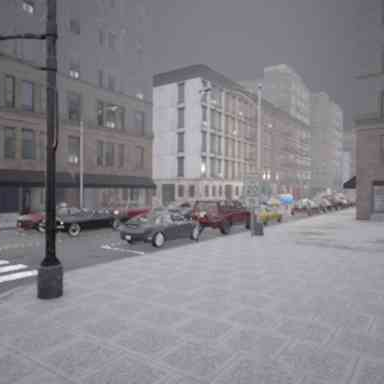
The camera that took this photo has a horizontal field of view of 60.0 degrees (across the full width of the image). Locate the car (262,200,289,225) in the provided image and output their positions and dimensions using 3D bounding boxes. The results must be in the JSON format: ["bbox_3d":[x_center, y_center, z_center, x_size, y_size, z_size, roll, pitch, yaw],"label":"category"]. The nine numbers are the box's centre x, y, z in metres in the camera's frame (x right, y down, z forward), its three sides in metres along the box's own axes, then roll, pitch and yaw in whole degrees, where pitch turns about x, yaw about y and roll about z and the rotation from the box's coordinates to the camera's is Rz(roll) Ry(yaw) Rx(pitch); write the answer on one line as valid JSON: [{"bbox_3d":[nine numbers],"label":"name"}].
[{"bbox_3d":[5.066,1.523,23.810,1.752,1.417,4.829,1,0,35],"label":"car"}]

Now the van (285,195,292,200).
[{"bbox_3d":[13.930,1.285,50.422,1.690,1.788,3.998,1,0,35],"label":"van"}]

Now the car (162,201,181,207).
[{"bbox_3d":[0.084,1.458,26.267,1.837,1.490,4.892,1,0,35],"label":"car"}]

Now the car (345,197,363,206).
[{"bbox_3d":[26.711,1.565,54.673,2.008,1.369,4.403,1,0,35],"label":"car"}]

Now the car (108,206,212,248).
[{"bbox_3d":[-1.243,1.545,14.814,2.008,1.369,4.403,1,0,35],"label":"car"}]

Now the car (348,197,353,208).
[{"bbox_3d":[20.498,1.591,45.815,1.802,1.307,4.206,1,0,35],"label":"car"}]

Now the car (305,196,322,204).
[{"bbox_3d":[23.247,1.517,63.709,1.947,1.339,4.313,1,0,35],"label":"car"}]

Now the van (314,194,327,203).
[{"bbox_3d":[26.354,1.295,68.137,1.690,1.788,3.998,1,0,35],"label":"van"}]

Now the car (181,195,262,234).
[{"bbox_3d":[1.864,1.311,19.241,2.192,1.841,5.009,1,0,35],"label":"car"}]

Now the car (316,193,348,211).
[{"bbox_3d":[17.394,1.322,41.385,2.192,1.841,5.009,1,0,35],"label":"car"}]

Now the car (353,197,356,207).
[{"bbox_3d":[23.605,1.577,50.244,1.947,1.339,4.313,1,0,35],"label":"car"}]

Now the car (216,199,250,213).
[{"bbox_3d":[4.611,1.482,37.137,1.887,1.381,4.507,1,0,35],"label":"car"}]

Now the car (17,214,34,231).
[{"bbox_3d":[-7.813,1.474,19.422,1.887,1.381,4.507,1,0,35],"label":"car"}]

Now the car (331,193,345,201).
[{"bbox_3d":[35.673,1.273,81.424,2.192,1.841,5.009,1,0,35],"label":"car"}]

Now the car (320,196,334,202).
[{"bbox_3d":[29.459,1.500,72.567,1.887,1.381,4.507,1,0,35],"label":"car"}]

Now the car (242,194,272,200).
[{"bbox_3d":[6.050,1.179,34.742,2.150,2.045,5.566,1,0,35],"label":"car"}]

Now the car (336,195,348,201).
[{"bbox_3d":[38.777,1.503,85.854,1.887,1.381,4.507,1,0,35],"label":"car"}]

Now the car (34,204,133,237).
[{"bbox_3d":[-5.667,1.551,18.062,1.895,1.301,4.718,1,0,32],"label":"car"}]

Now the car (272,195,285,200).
[{"bbox_3d":[10.725,1.467,45.855,1.752,1.417,4.829,1,0,35],"label":"car"}]

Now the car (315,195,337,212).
[{"bbox_3d":[14.287,1.444,36.957,1.967,1.590,4.097,1,0,35],"label":"car"}]

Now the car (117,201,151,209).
[{"bbox_3d":[-4.707,1.371,23.850,1.967,1.590,4.097,1,0,35],"label":"car"}]

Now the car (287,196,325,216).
[{"bbox_3d":[11.181,1.442,32.528,1.967,1.590,4.097,1,0,35],"label":"car"}]
